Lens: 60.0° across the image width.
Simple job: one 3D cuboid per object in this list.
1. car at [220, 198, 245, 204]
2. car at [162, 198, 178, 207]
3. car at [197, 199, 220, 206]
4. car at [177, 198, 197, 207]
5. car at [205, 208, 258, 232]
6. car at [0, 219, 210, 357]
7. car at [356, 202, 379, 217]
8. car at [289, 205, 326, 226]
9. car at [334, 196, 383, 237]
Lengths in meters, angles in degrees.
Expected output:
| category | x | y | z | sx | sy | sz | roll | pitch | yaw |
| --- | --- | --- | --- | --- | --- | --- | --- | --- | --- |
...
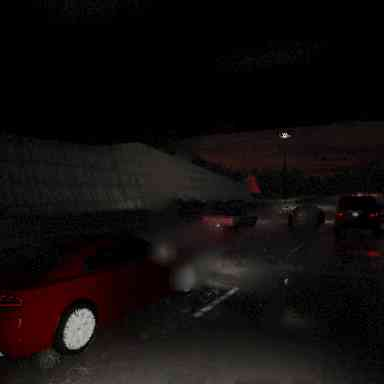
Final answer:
| category | x | y | z | sx | sy | sz | roll | pitch | yaw |
| --- | --- | --- | --- | --- | --- | --- | --- | --- | --- |
| car | 6.392 | 1.668 | 49.169 | 1.837 | 1.490 | 4.892 | 0 | 0 | 30 |
| car | -2.909 | 1.704 | 54.061 | 1.837 | 1.490 | 4.892 | 0 | -1 | 30 |
| car | 3.287 | 1.722 | 50.792 | 2.033 | 1.411 | 5.357 | 0 | 0 | 30 |
| car | 0.043 | 1.747 | 52.178 | 1.994 | 1.385 | 4.181 | 0 | 0 | 30 |
| car | 2.636 | 1.672 | 21.042 | 1.895 | 1.301 | 4.718 | 0 | 0 | 30 |
| car | -1.679 | 1.501 | 6.354 | 1.882 | 1.535 | 5.008 | 0 | 0 | 30 |
| car | 17.746 | 1.707 | 33.508 | 1.895 | 1.301 | 4.718 | 0 | 0 | 30 |
| car | 8.377 | 1.643 | 24.074 | 1.994 | 1.385 | 4.181 | 0 | 0 | 30 |
| car | 9.493 | 1.274 | 18.945 | 2.150 | 2.045 | 5.566 | 0 | -1 | 29 |
